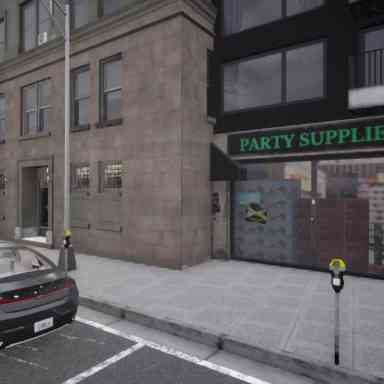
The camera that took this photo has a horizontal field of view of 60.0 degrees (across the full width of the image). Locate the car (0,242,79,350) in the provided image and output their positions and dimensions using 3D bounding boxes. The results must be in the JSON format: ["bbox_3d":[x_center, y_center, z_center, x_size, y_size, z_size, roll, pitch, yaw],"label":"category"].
[{"bbox_3d":[-3.778,1.550,5.739,4.403,1.369,2.008,0,0,35],"label":"car"}]
